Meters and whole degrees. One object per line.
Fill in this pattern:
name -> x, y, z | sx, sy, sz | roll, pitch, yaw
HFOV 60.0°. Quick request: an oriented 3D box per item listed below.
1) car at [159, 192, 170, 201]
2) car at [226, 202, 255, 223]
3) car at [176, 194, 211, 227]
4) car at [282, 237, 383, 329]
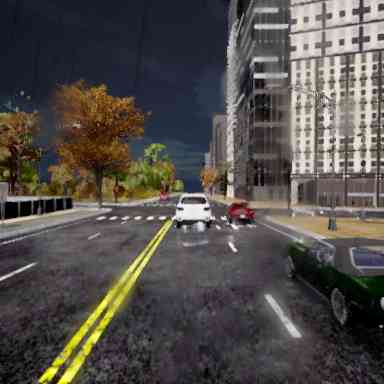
car -> -6.493, 1.081, 79.409 | 2.150, 2.045, 5.566 | 0, 0, 0
car -> 3.563, 1.463, 24.613 | 1.812, 1.442, 4.674 | 0, 0, 4
car -> 0.093, 1.164, 22.354 | 2.150, 2.045, 5.566 | 0, 0, 0
car -> 3.349, 1.581, 6.900 | 1.895, 1.301, 4.718 | 0, 0, 0
